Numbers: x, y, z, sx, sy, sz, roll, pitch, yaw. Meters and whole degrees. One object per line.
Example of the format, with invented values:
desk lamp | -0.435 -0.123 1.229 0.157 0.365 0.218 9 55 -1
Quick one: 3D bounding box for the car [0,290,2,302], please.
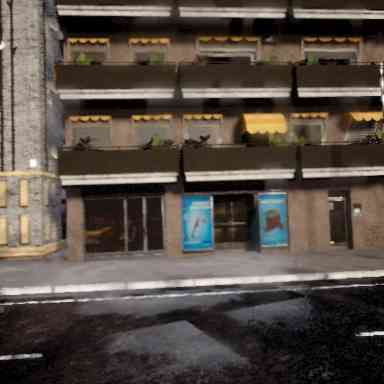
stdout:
car | -6.306 2.107 6.789 4.181 1.385 1.994 -2 -3 -4
